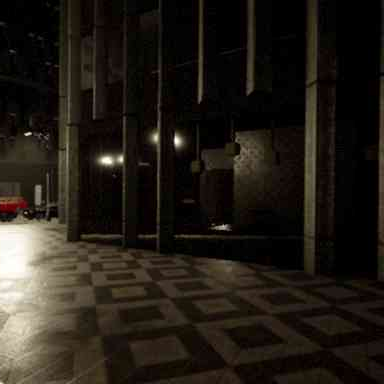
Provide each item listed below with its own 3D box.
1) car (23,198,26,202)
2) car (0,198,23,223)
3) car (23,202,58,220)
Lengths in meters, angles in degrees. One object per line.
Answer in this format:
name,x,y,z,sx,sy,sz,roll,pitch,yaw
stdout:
car,-20.352,1.541,35.852,2.192,1.841,5.009,0,0,35
car,-16.659,1.607,26.314,2.192,1.841,5.009,0,0,35
car,-13.401,1.887,30.921,1.947,1.339,4.313,0,0,35
